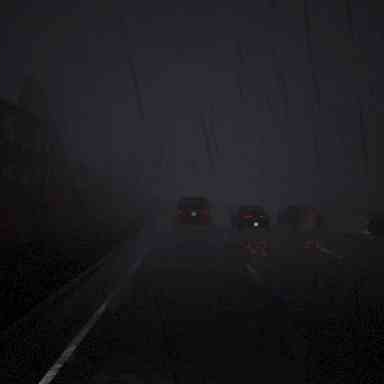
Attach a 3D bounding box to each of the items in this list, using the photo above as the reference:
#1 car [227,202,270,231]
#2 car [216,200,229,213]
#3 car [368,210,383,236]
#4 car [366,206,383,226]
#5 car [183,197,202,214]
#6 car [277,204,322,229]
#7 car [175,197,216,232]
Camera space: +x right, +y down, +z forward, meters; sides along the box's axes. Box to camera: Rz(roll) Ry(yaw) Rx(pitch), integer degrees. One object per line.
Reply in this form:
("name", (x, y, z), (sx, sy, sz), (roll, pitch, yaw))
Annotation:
("car", (3.596, 1.584, 21.094), (1.837, 1.490, 4.892), (0, -1, 0))
("car", (3.592, 1.643, 39.606), (2.128, 1.511, 4.902), (0, 0, 0))
("car", (10.598, 1.628, 16.483), (1.994, 1.385, 4.181), (0, 0, 0))
("car", (14.096, 1.689, 22.831), (1.895, 1.301, 4.718), (0, 0, 0))
("car", (0.093, 1.499, 38.634), (2.097, 1.767, 4.553), (0, 0, 0))
("car", (7.096, 1.591, 22.399), (1.837, 1.490, 4.892), (0, 0, 0))
("car", (0.096, 1.301, 20.754), (2.150, 2.045, 5.566), (0, 0, 0))
